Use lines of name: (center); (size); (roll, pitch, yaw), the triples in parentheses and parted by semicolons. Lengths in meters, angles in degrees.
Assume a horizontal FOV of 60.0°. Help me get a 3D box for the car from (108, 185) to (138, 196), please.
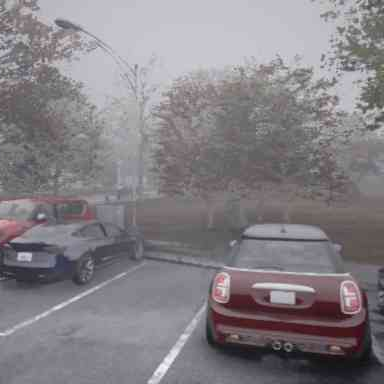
car: (-9.713, -0.243, 46.474); (1.882, 1.535, 5.008); (1, 4, 37)

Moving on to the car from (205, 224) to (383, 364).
car: (1.694, 1.361, 6.188); (2.185, 1.767, 4.553); (0, -1, 15)

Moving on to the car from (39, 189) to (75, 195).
car: (-14.282, 0.416, 34.750); (2.097, 1.767, 4.553); (1, 4, 37)

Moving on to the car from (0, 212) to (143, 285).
car: (-3.089, 1.522, 9.663); (2.163, 1.488, 4.792); (0, -1, 16)

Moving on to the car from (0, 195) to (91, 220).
car: (-5.492, 1.242, 11.318); (2.435, 2.045, 5.566); (1, -1, 16)
